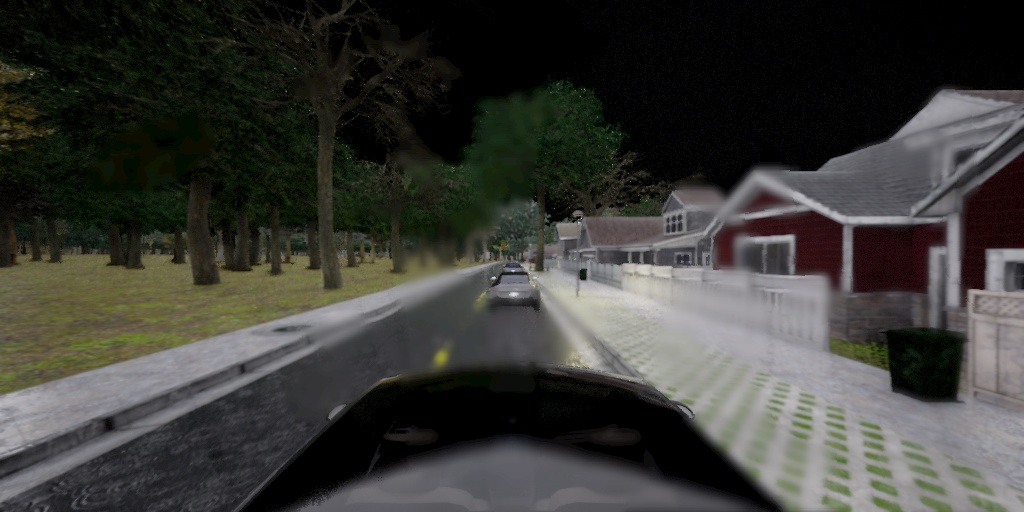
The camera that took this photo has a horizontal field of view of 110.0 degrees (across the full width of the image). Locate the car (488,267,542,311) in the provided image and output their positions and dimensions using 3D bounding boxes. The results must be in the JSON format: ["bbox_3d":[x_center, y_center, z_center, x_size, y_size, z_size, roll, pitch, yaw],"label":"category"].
[{"bbox_3d":[0.104,1.310,14.450,1.994,1.385,4.181,0,0,0],"label":"car"}]

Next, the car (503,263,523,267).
[{"bbox_3d":[0.107,1.323,34.372,1.994,1.385,4.181,0,0,0],"label":"car"}]
